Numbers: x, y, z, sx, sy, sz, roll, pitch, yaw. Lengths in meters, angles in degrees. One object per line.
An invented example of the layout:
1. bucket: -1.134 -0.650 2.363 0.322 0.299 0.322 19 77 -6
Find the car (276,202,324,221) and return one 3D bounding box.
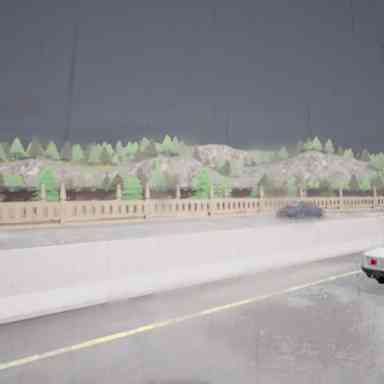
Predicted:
1. car: 8.891 1.525 27.227 4.181 1.385 1.994 0 0 -33

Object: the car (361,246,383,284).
1. car: 6.240 1.584 8.206 4.718 1.301 1.895 0 0 -36
